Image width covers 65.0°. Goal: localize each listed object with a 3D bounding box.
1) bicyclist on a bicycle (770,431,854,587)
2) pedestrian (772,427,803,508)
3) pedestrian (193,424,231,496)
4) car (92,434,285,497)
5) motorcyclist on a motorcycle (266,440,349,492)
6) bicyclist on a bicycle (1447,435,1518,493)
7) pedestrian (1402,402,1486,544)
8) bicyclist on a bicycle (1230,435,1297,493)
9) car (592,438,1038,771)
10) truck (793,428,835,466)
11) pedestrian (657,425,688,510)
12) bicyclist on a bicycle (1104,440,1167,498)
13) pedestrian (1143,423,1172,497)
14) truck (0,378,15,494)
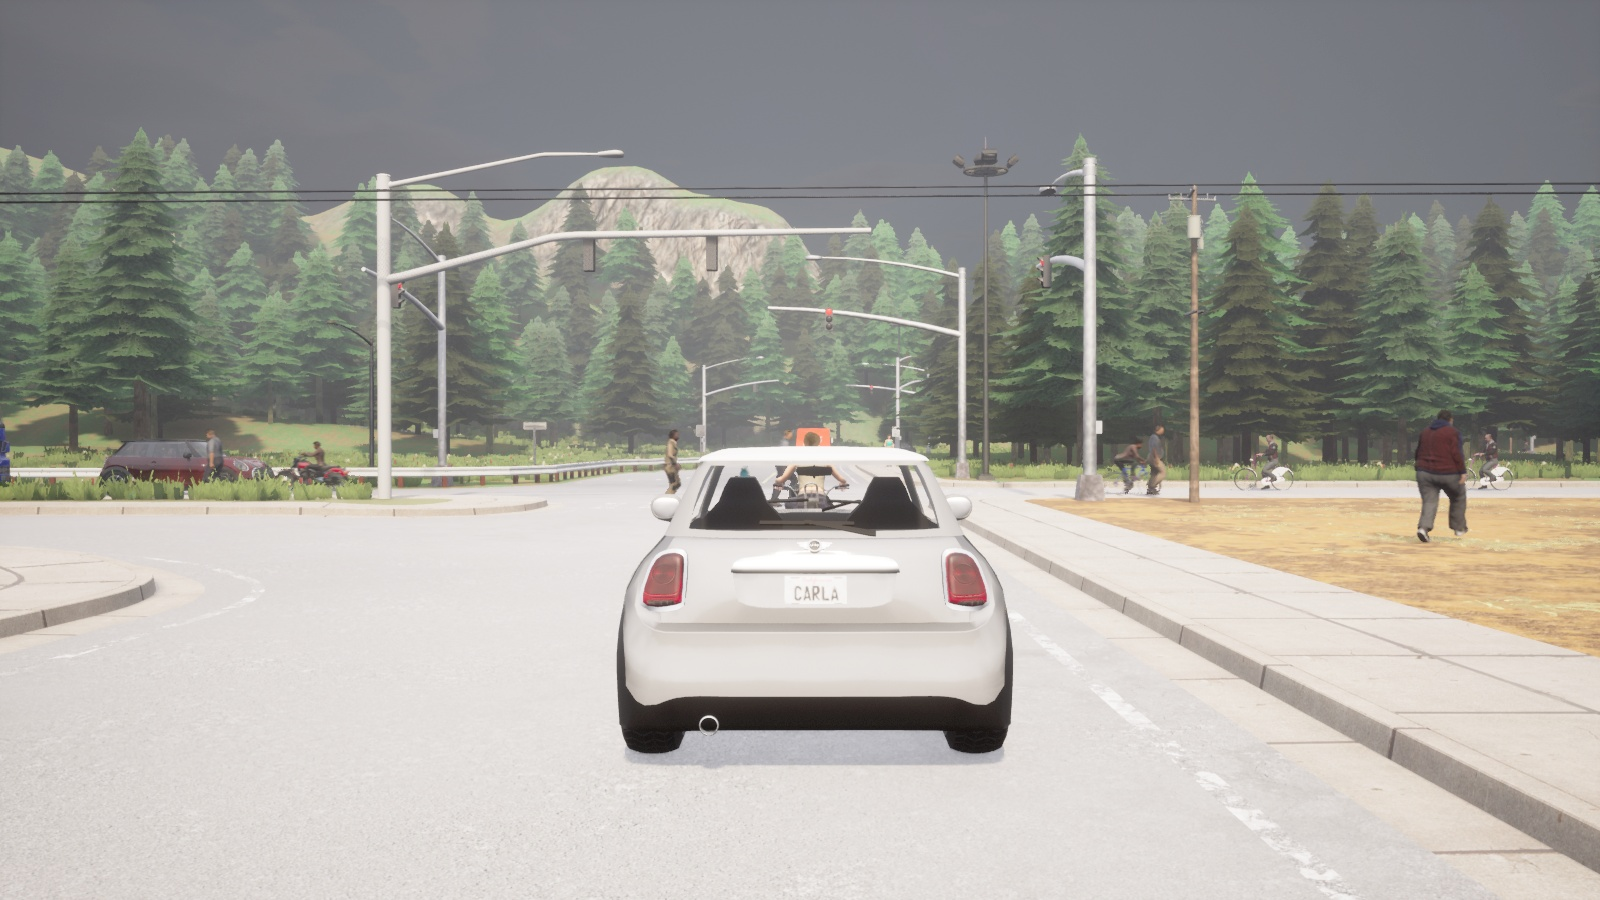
[{"bbox_3d":[0.123,0.607,13.751,0.866,1.612,1.509,0,0,0],"label":"bicyclist on a bicycle"},{"bbox_3d":[-0.291,0.388,28.877,0.694,1.848,0.540,0,0,-3],"label":"pedestrian"},{"bbox_3d":[-15.074,0.250,32.217,0.694,1.848,0.540,0,0,10],"label":"pedestrian"},{"bbox_3d":[-17.662,0.430,36.426,4.553,1.767,2.097,0,0,1],"label":"car"},{"bbox_3d":[-15.609,0.502,39.840,2.350,1.649,0.766,0,0,1],"label":"motorcyclist on a motorcycle"},{"bbox_3d":[21.146,0.425,38.926,1.843,1.776,0.659,0,0,1],"label":"bicyclist on a bicycle"},{"bbox_3d":[8.596,0.295,16.772,0.899,1.844,0.634,0,0,-34],"label":"pedestrian"},{"bbox_3d":[14.425,0.424,39.100,1.843,1.776,0.659,0,0,1],"label":"bicyclist on a bicycle"},{"bbox_3d":[0.070,0.672,7.459,1.970,1.475,3.806,0,0,0],"label":"car"},{"bbox_3d":[0.965,-0.210,83.654,2.627,2.467,5.204,0,0,2],"label":"truck"},{"bbox_3d":[-2.914,0.389,28.739,0.692,1.930,0.396,0,0,-3],"label":"pedestrian"},{"bbox_3d":[9.557,0.526,35.800,1.656,1.620,0.582,0,0,3],"label":"bicyclist on a bicycle"},{"bbox_3d":[9.027,0.243,31.714,0.694,1.848,0.540,0,0,15],"label":"pedestrian"},{"bbox_3d":[-27.785,-0.411,36.683,7.936,3.462,2.891,0,0,1],"label":"truck"}]
